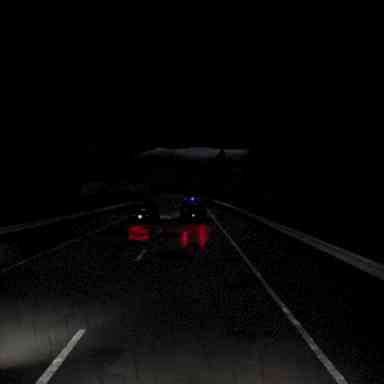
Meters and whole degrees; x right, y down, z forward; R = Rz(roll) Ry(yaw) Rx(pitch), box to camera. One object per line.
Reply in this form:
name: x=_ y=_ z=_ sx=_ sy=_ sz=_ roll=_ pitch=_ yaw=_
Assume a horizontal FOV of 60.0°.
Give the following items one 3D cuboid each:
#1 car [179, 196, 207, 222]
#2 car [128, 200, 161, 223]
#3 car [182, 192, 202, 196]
car: x=0.097 y=1.329 z=24.504 sx=2.128 sy=1.511 sz=4.902 roll=0 pitch=0 yaw=0
car: x=-3.403 y=1.344 z=24.224 sx=1.837 sy=1.490 sz=4.892 roll=0 pitch=0 yaw=0
car: x=0.007 y=0.950 z=41.269 sx=2.150 sy=2.045 sz=5.566 roll=0 pitch=1 yaw=-1
